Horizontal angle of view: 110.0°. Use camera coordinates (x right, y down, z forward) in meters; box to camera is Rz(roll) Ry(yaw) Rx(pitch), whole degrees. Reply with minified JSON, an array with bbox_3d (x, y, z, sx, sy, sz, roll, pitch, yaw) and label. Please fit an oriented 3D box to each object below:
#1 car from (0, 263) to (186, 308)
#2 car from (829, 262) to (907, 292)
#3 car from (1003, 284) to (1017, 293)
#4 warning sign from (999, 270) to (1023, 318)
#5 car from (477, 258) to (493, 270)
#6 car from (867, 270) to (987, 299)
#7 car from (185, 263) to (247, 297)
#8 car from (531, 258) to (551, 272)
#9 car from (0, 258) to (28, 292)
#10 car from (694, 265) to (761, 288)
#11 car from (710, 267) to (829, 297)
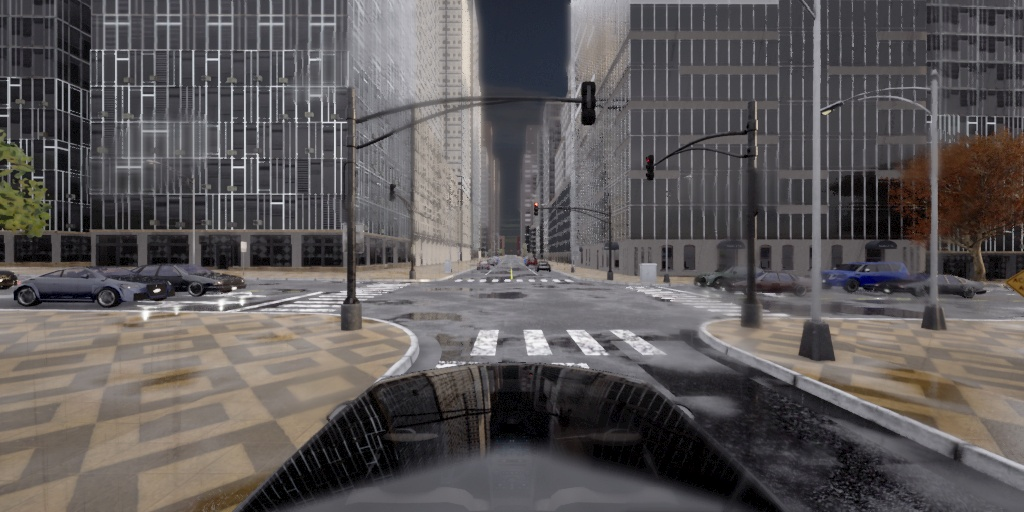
[{"bbox_3d":[-15.083,1.063,13.133,4.181,1.385,1.994,1,0,-3],"label":"car"},{"bbox_3d":[24.334,1.434,24.933,5.566,2.045,2.150,1,0,-3],"label":"car"},{"bbox_3d":[38.736,2.017,25.596,5.357,1.411,2.033,1,0,-2],"label":"car"},{"bbox_3d":[17.271,1.204,11.892,1.060,1.860,1.300,0,0,-3],"label":"warning sign"},{"bbox_3d":[-4.043,1.342,51.180,1.802,1.307,4.207,0,0,0],"label":"car"},{"bbox_3d":[25.287,1.776,21.726,5.357,1.411,2.033,1,0,-3],"label":"car"},{"bbox_3d":[-15.357,1.040,16.408,5.357,1.411,2.033,1,0,0],"label":"car"},{"bbox_3d":[3.912,1.328,45.690,1.948,1.339,4.313,0,0,0],"label":"car"},{"bbox_3d":[-25.279,0.815,15.914,4.892,1.490,1.837,1,0,-3],"label":"car"},{"bbox_3d":[14.990,1.396,24.498,4.553,1.767,2.097,1,0,-3],"label":"car"},{"bbox_3d":[15.122,1.595,21.250,5.357,1.411,2.033,1,0,-3],"label":"car"}]
